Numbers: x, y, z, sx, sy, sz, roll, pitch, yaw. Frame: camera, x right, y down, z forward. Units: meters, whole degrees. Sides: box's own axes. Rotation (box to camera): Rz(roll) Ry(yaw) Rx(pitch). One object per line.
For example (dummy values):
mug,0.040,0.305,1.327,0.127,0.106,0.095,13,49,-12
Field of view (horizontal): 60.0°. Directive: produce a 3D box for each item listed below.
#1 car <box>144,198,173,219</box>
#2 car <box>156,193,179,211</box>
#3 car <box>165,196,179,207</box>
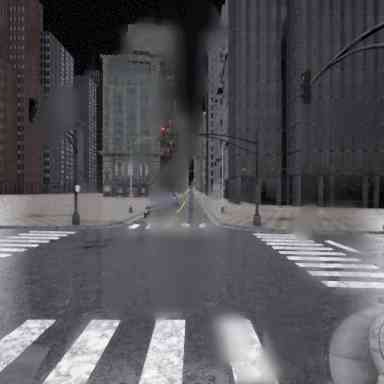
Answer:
car,-3.108,1.544,29.850,2.033,1.411,5.357,0,0,0
car,-3.107,1.217,40.297,2.150,2.045,5.566,0,0,0
car,-3.092,1.472,52.897,1.882,1.535,5.008,0,0,0
